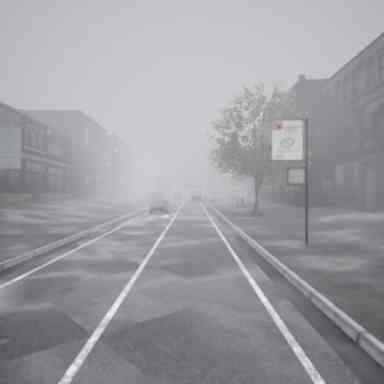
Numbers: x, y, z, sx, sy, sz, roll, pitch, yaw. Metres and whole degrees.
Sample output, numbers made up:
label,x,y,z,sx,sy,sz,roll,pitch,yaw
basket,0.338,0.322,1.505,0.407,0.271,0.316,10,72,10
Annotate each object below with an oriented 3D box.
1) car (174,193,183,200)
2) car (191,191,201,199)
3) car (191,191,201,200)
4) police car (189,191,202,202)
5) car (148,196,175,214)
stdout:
label,x,y,z,sx,sy,sz,roll,pitch,yaw
car,-2.997,0.963,73.491,2.033,1.411,5.357,0,0,0
car,0.903,0.680,79.889,2.150,2.045,5.566,0,0,0
car,0.903,0.711,73.889,2.150,2.045,5.566,0,0,0
police car,0.902,0.974,63.966,1.930,1.638,5.238,0,0,0
car,-3.097,1.388,32.883,2.033,1.411,5.357,0,1,0
